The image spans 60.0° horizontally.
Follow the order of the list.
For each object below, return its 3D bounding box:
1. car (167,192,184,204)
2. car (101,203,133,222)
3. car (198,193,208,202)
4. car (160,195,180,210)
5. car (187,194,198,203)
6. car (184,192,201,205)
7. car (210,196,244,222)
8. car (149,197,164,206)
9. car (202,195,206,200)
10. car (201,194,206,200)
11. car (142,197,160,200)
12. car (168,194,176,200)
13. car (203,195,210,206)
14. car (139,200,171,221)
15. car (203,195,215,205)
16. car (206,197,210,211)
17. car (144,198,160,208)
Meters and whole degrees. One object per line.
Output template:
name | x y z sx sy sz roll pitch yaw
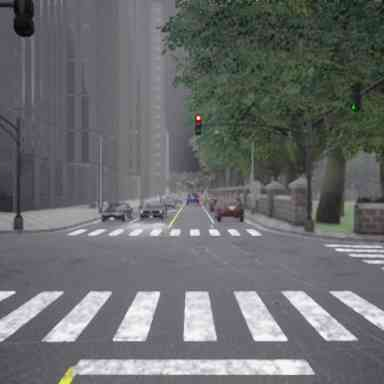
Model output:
car | -2.859 1.305 60.594 2.097 1.767 4.553 0 0 0
car | -5.702 1.512 25.854 1.947 1.339 4.313 0 0 0
car | 2.565 1.236 76.469 2.097 1.767 4.553 0 0 0
car | -2.997 1.471 42.521 2.033 1.411 5.357 0 0 0
car | 0.154 1.245 66.354 2.097 1.767 4.553 0 0 0
car | 0.177 1.128 55.722 2.150 2.045 5.566 0 0 1
car | 2.823 1.262 25.843 2.192 1.841 5.009 0 0 0
car | -5.639 1.492 53.139 1.802 1.307 4.206 0 0 0
car | 2.873 1.468 47.669 2.008 1.369 4.403 0 0 0
car | 2.886 1.350 53.125 1.967 1.590 4.097 0 0 0
car | -5.665 1.475 42.224 2.008 1.369 4.403 0 0 0
car | -5.551 1.309 91.338 1.967 1.590 4.097 0 0 0
car | 2.861 1.475 42.212 2.008 1.369 4.403 0 0 0
car | -3.037 1.546 26.955 1.895 1.301 4.718 0 0 0
car | 2.899 1.343 58.582 1.967 1.590 4.097 0 0 0
car | 2.848 1.498 36.756 1.947 1.339 4.313 0 0 0
car | -5.652 1.499 47.681 1.802 1.307 4.206 0 0 0
